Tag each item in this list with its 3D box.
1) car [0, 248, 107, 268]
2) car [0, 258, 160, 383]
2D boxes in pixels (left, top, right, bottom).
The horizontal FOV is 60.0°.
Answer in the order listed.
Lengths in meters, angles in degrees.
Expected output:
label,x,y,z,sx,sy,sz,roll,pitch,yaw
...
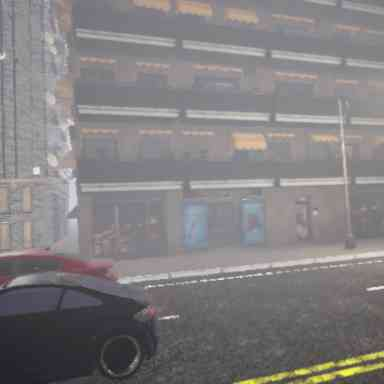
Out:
label,x,y,z,sx,sy,sz,roll,pitch,yaw
car,-4.331,2.168,7.941,5.008,1.535,1.882,-1,-4,-17
car,-2.606,2.007,5.072,4.181,1.385,1.994,-1,-4,-17
